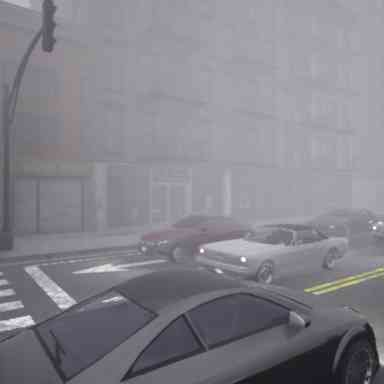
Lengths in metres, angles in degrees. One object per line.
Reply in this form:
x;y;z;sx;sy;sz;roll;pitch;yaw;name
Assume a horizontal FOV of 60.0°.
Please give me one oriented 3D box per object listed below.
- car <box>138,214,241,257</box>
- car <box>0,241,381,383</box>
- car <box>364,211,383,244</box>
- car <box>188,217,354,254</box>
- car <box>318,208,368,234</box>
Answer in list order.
0.340;1.526;11.913;4.674;1.442;1.812;0;0;-37;car
0.170;1.564;3.561;4.181;1.385;1.994;0;0;-35;car
9.854;1.597;14.691;4.718;1.301;1.895;0;0;-36;car
2.392;1.601;9.382;4.718;1.301;1.895;0;0;-38;car
8.135;1.544;17.466;5.357;1.411;2.033;0;0;-36;car
